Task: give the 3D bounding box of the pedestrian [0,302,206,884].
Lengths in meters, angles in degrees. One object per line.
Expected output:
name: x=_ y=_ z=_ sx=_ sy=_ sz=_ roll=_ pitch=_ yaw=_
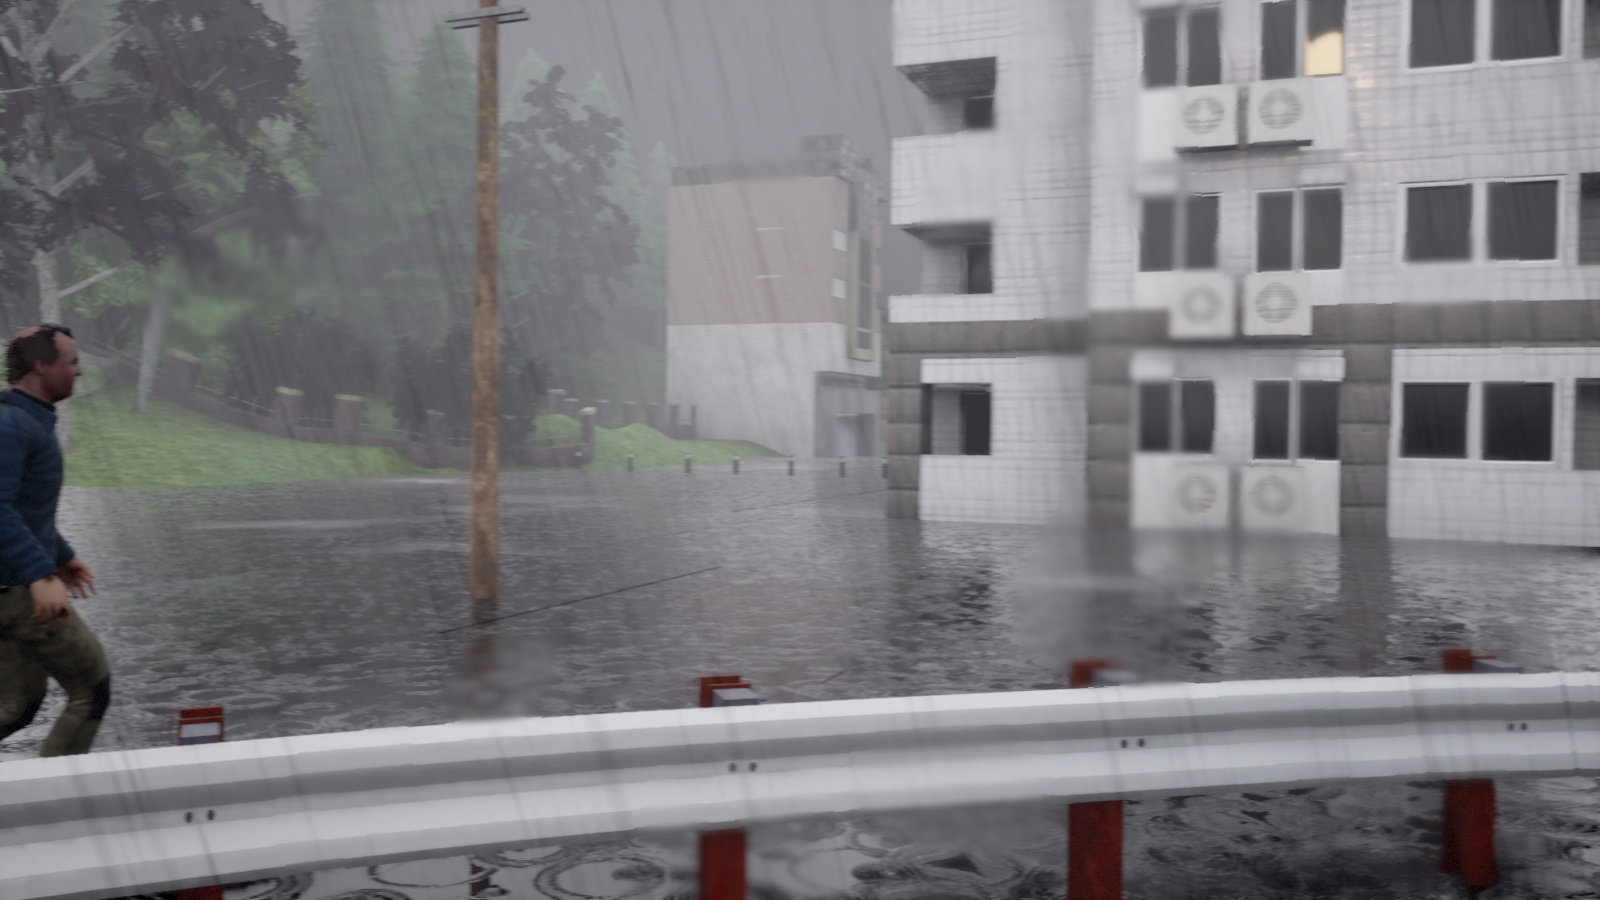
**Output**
pedestrian: x=-2.467 y=0.448 z=4.264 sx=0.726 sy=1.842 sz=0.402 roll=-1 pitch=1 yaw=-35
